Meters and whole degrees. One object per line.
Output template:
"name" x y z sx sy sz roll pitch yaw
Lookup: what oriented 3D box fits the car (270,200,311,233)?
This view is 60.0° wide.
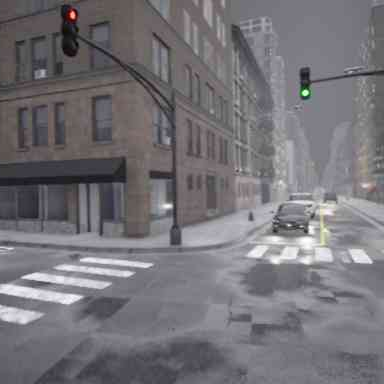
"car" 5.681 1.416 19.006 1.837 1.490 4.892 -1 0 19

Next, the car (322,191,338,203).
"car" 23.297 0.851 56.068 2.150 2.045 5.566 -1 0 21

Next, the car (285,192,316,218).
"car" 9.308 1.076 28.381 2.150 2.045 5.566 -1 0 21
